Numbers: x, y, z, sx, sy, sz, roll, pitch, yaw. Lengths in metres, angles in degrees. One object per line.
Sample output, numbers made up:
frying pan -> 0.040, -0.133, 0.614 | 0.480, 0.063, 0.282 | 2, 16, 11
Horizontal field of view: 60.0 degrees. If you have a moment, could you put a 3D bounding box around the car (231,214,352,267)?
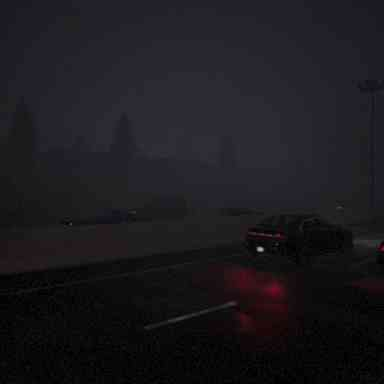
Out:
car -> 3.897, 1.531, 11.719 | 4.902, 1.511, 2.128 | 0, 0, -41

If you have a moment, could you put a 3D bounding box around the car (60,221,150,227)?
car -> -4.774, 1.641, 18.273 | 4.718, 1.301, 1.895 | 0, 0, -41

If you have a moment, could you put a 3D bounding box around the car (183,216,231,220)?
car -> 2.278, 1.606, 19.925 | 5.357, 1.411, 2.033 | 0, 0, -44

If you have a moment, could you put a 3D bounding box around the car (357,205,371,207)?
car -> 24.459, 1.670, 47.823 | 2.128, 1.511, 4.902 | 0, 0, 44

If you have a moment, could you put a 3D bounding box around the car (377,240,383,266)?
car -> 7.424, 1.590, 10.123 | 5.357, 1.411, 2.033 | 0, 0, -43

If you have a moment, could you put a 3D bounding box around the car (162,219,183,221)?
car -> -2.657, 1.284, 24.894 | 5.566, 2.045, 2.150 | 0, 0, -44
